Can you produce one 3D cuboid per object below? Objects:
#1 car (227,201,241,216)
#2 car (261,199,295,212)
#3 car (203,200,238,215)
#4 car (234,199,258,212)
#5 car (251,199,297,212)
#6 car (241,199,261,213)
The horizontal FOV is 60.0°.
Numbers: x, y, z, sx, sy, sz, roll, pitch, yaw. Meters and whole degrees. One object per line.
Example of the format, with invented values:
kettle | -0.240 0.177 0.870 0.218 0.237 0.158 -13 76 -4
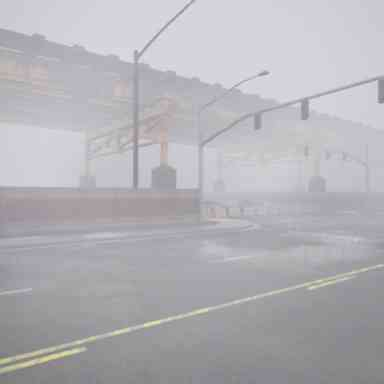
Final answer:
car | 2.171 1.558 33.571 4.974 1.542 2.038 0 0 8
car | 9.780 1.451 40.004 4.536 1.218 1.853 0 0 -7
car | 2.120 1.400 33.578 4.536 1.218 1.853 0 0 8
car | 5.934 1.424 36.303 1.853 1.218 4.536 0 0 18
car | 9.831 1.608 40.010 4.974 1.542 2.038 0 0 -7
car | 5.918 1.581 36.253 2.038 1.542 4.974 0 0 18
